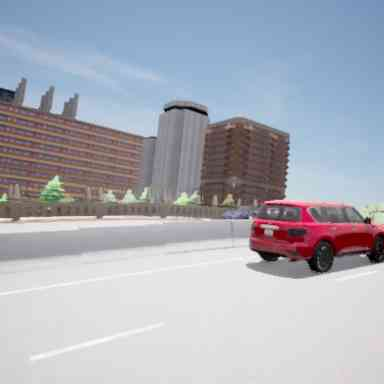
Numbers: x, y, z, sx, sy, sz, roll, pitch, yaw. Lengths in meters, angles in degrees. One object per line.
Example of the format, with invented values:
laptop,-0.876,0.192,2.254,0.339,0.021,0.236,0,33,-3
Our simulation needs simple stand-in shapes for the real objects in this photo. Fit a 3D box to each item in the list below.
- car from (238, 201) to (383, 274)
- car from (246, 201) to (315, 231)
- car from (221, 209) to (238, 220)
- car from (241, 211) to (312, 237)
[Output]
car,4.409,1.343,11.197,5.566,2.045,2.150,2,-1,-35
car,7.046,1.925,26.223,5.566,2.045,2.150,6,-3,-35
car,4.703,2.025,28.848,4.553,1.767,2.097,5,-3,-35
car,5.277,1.953,20.661,4.181,1.385,1.994,4,-2,-35
